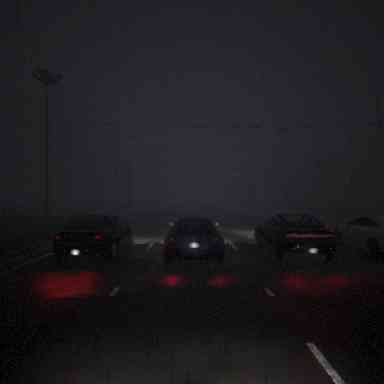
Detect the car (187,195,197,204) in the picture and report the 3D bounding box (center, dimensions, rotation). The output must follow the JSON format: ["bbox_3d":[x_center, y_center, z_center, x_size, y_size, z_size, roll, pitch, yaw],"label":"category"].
[{"bbox_3d":[-0.013,1.722,70.514,1.994,1.385,4.181,0,0,0],"label":"car"}]

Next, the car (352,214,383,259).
[{"bbox_3d":[7.075,1.554,12.621,1.812,1.442,4.674,0,0,0],"label":"car"}]

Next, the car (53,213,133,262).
[{"bbox_3d":[-3.427,1.532,12.224,1.837,1.490,4.892,0,0,0],"label":"car"}]

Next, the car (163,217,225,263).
[{"bbox_3d":[0.073,1.592,12.053,1.994,1.385,4.181,0,0,0],"label":"car"}]

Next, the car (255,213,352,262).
[{"bbox_3d":[3.573,1.520,12.200,2.128,1.511,4.902,0,0,0],"label":"car"}]
